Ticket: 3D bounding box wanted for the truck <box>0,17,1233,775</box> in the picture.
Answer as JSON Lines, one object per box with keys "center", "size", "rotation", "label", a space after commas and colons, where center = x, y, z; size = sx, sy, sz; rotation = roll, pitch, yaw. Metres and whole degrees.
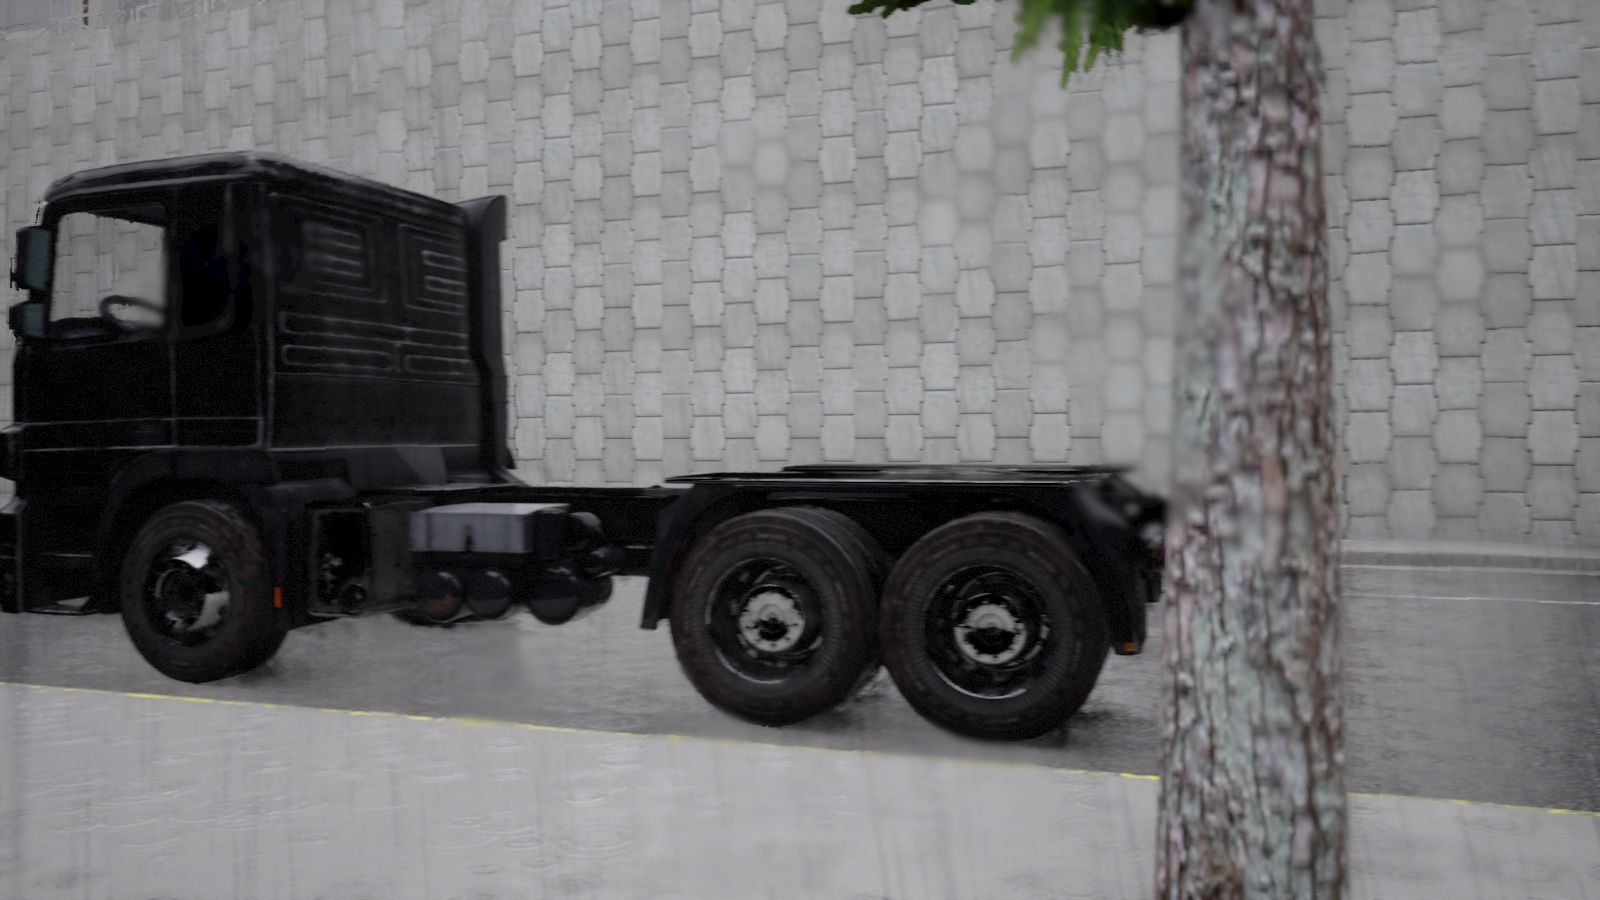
{"center": [-1.334, -0.295, 8.375], "size": [7.936, 3.462, 2.891], "rotation": [1, 1, 19], "label": "truck"}
